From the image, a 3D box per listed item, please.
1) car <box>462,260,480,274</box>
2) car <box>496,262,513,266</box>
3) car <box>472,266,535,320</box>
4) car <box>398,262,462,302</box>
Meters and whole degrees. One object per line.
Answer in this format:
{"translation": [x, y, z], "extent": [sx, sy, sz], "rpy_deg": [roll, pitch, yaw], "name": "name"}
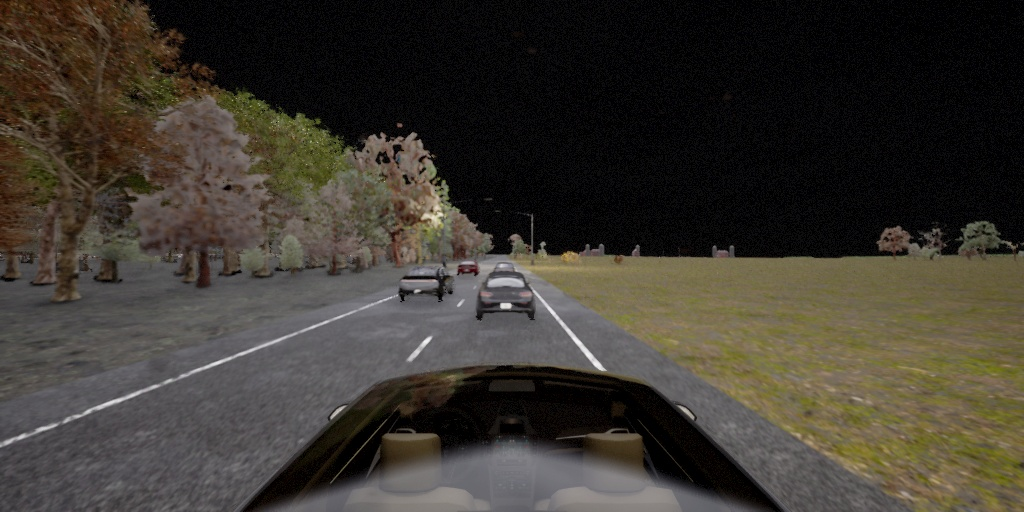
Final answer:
{"translation": [-4.252, 1.142, 35.617], "extent": [1.882, 1.535, 5.008], "rpy_deg": [0, 0, -1], "name": "car"}
{"translation": [-0.623, 1.229, 29.984], "extent": [2.033, 1.411, 5.357], "rpy_deg": [0, 0, -1], "name": "car"}
{"translation": [-0.218, 1.250, 12.482], "extent": [1.812, 1.442, 4.674], "rpy_deg": [0, 0, -1], "name": "car"}
{"translation": [-3.821, 1.202, 16.670], "extent": [2.128, 1.511, 4.902], "rpy_deg": [0, 0, -1], "name": "car"}
